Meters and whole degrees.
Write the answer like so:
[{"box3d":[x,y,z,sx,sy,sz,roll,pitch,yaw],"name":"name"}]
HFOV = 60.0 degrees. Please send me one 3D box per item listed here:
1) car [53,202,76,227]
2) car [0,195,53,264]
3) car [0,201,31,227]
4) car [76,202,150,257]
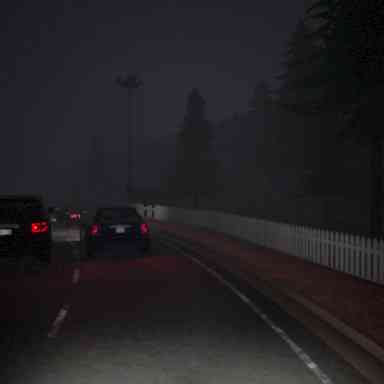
[{"box3d":[-7.302,1.340,20.965,2.033,1.411,5.357,0,1,-30],"name":"car"},{"box3d":[-5.869,1.111,11.031,2.150,2.045,5.566,0,0,-23],"name":"car"},{"box3d":[-11.894,1.347,21.818,1.994,1.385,4.181,0,1,-31],"name":"car"},{"box3d":[-3.092,1.228,12.711,2.097,1.767,4.553,0,1,-22],"name":"car"}]
